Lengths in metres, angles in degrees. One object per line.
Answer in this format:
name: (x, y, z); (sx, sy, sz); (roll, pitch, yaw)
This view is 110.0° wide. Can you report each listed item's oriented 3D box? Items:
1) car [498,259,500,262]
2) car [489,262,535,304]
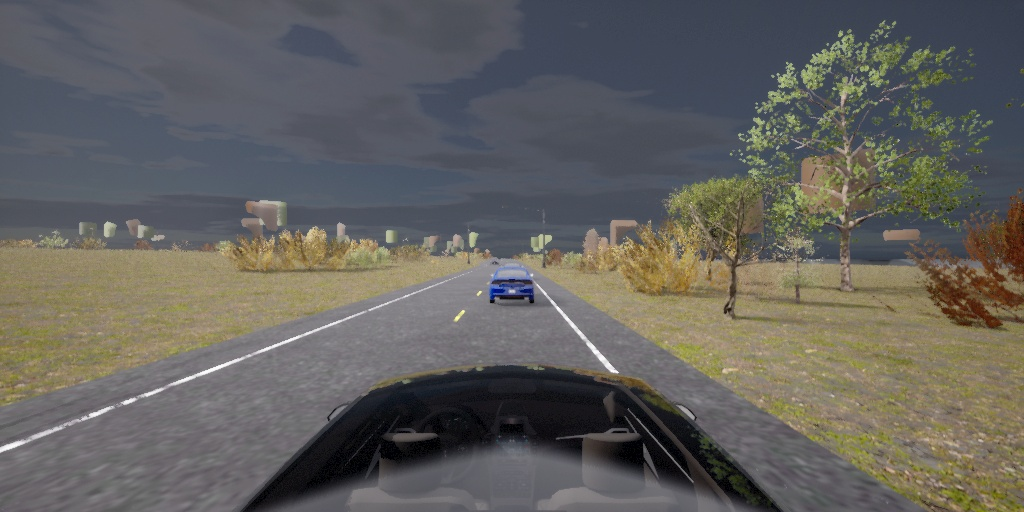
car: (0.000, 1.244, 31.501); (1.882, 1.535, 5.008); (0, 0, 0)
car: (0.000, 1.237, 16.501); (1.882, 1.535, 5.008); (0, 0, 0)
